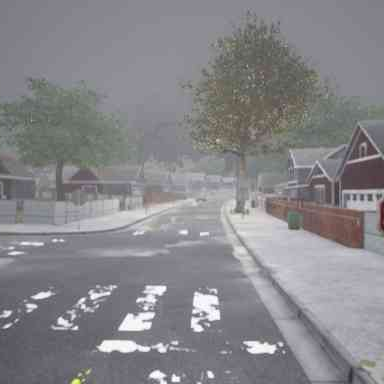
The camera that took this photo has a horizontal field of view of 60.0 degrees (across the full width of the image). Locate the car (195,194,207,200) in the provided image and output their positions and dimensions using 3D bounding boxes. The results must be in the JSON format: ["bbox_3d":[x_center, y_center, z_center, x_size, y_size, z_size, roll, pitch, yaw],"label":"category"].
[{"bbox_3d":[1.623,1.035,58.738,1.812,1.442,4.674,0,1,8],"label":"car"}]
